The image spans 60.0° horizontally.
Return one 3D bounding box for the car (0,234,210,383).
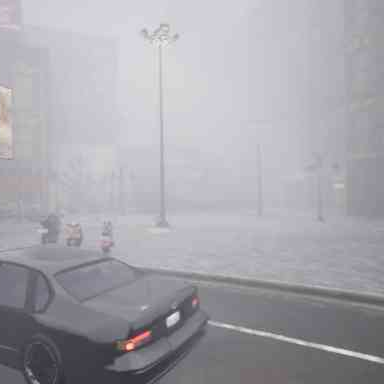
[{"bbox_3d":[-2.447,1.574,5.060,5.357,1.411,2.033,-1,0,27],"label":"car"}]
